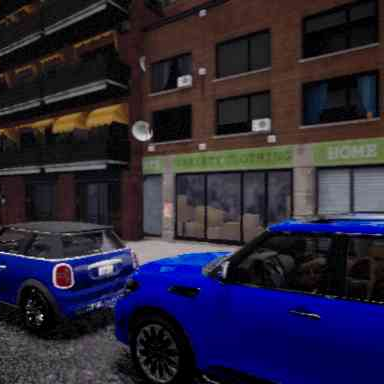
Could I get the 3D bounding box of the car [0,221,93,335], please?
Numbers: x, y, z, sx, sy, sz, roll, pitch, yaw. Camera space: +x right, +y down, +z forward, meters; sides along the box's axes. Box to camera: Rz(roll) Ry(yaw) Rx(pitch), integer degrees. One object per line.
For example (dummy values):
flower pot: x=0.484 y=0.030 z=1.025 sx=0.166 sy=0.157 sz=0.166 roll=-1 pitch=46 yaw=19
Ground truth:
car: x=-3.246 y=1.400 z=7.057 sx=4.553 sy=1.767 sz=2.097 roll=0 pitch=0 yaw=35

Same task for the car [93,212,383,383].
car: x=1.626 y=1.244 z=3.604 sx=5.566 sy=2.045 sz=2.150 roll=0 pitch=0 yaw=35
